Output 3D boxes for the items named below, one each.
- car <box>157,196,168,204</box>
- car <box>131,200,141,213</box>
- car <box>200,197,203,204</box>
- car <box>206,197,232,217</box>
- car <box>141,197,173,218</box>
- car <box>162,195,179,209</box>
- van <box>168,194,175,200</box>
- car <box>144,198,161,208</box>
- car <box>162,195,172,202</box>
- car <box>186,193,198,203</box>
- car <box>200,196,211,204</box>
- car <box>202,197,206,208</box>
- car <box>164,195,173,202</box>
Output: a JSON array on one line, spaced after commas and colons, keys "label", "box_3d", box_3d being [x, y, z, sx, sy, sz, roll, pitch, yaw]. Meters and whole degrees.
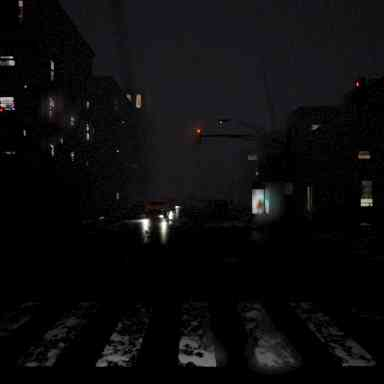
[{"label": "car", "box_3d": [-5.771, 1.565, 65.773, 1.752, 1.417, 4.829, 0, 0, 0]}, {"label": "car", "box_3d": [-5.738, 1.561, 37.459, 2.008, 1.369, 4.403, 0, 0, 0]}, {"label": "car", "box_3d": [2.629, 1.571, 48.875, 2.008, 1.369, 4.403, 0, 0, 0]}, {"label": "car", "box_3d": [2.648, 1.446, 31.784, 1.967, 1.590, 4.097, 0, 0, 0]}, {"label": "car", "box_3d": [-3.126, 1.483, 30.789, 1.882, 1.535, 5.008, 0, 0, 1]}, {"label": "car", "box_3d": [-3.146, 1.506, 41.591, 2.128, 1.511, 4.902, 0, 0, 0]}, {"label": "van", "box_3d": [-5.806, 1.430, 94.426, 1.690, 1.788, 3.998, -1, 0, 0]}, {"label": "car", "box_3d": [-5.751, 1.571, 48.853, 2.008, 1.369, 4.403, 0, 0, 0]}, {"label": "car", "box_3d": [-5.786, 1.497, 77.335, 1.967, 1.590, 4.097, 0, 0, 0]}, {"label": "car", "box_3d": [0.010, 1.269, 70.594, 2.150, 2.045, 5.566, 0, 0, 0]}, {"label": "car", "box_3d": [2.610, 1.591, 65.965, 2.008, 1.369, 4.403, -1, 0, 0]}, {"label": "car", "box_3d": [2.636, 1.597, 43.178, 1.802, 1.307, 4.206, 0, 0, 0]}, {"label": "car", "box_3d": [-5.791, 1.592, 82.862, 1.752, 1.417, 4.829, -1, 0, 0]}]
